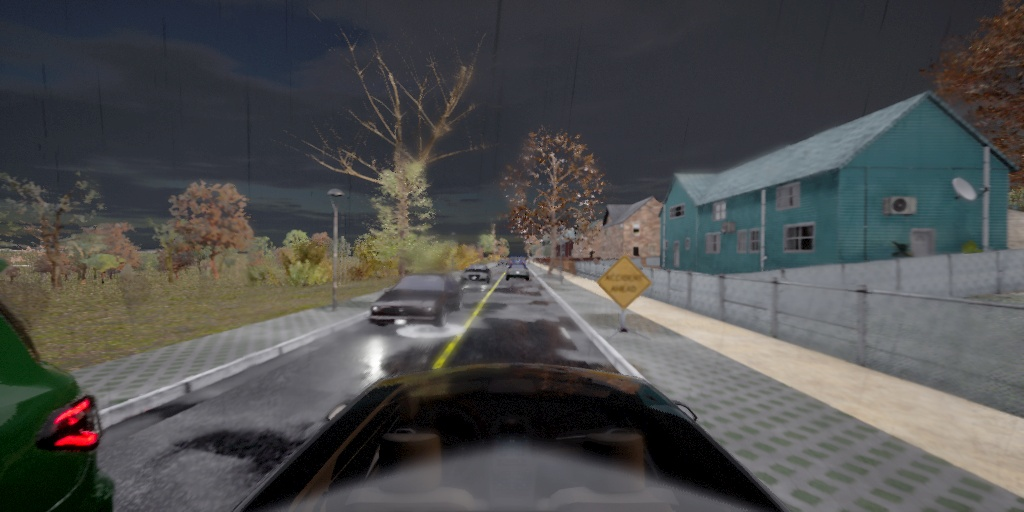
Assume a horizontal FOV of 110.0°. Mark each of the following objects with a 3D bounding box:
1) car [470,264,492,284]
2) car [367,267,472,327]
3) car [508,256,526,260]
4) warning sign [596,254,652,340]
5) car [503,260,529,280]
[{"bbox_3d":[-2.508,1.279,26.215,1.994,1.385,4.181,1,0,1],"label":"car"},{"bbox_3d":[-2.739,1.261,11.598,2.033,1.411,5.357,1,0,1],"label":"car"},{"bbox_3d":[0.700,0.982,47.078,2.150,2.045,5.566,1,0,1],"label":"car"},{"bbox_3d":[2.578,0.892,8.358,1.300,1.860,1.060,0,0,1],"label":"warning sign"},{"bbox_3d":[0.481,1.314,31.082,1.994,1.385,4.181,1,0,1],"label":"car"}]
